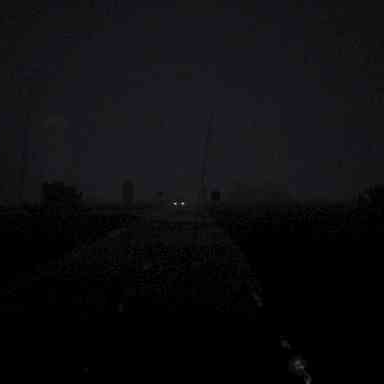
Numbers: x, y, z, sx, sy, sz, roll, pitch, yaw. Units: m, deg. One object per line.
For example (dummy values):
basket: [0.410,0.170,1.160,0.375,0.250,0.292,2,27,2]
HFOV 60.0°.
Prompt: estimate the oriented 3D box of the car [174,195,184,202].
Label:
car: [-2.748,1.369,72.426,2.097,1.767,4.553,0,0,0]
